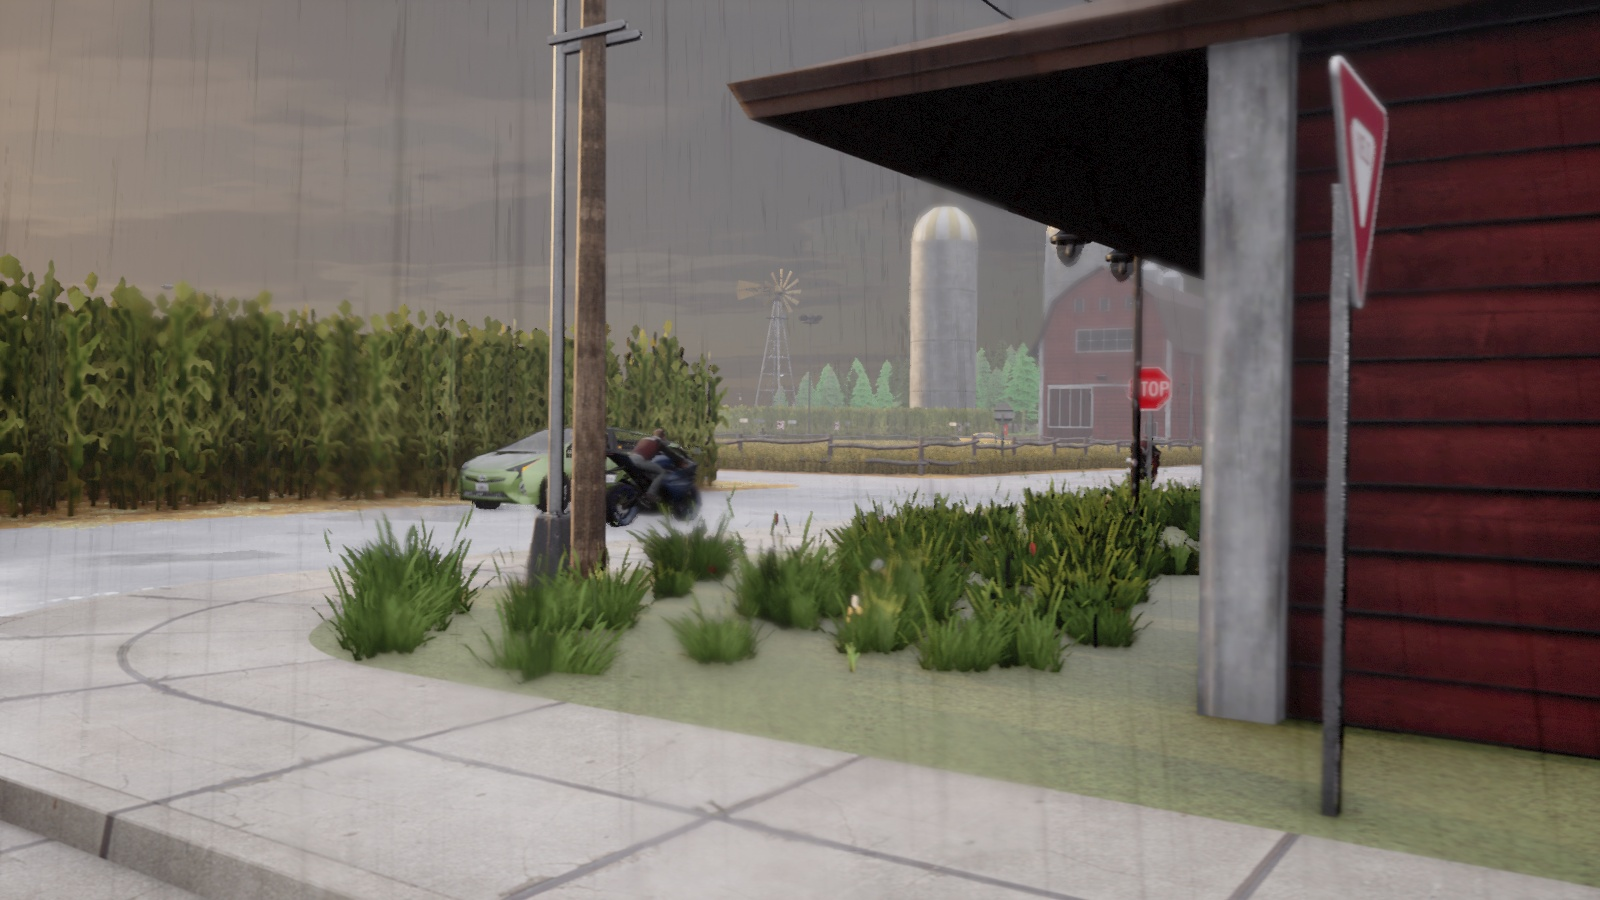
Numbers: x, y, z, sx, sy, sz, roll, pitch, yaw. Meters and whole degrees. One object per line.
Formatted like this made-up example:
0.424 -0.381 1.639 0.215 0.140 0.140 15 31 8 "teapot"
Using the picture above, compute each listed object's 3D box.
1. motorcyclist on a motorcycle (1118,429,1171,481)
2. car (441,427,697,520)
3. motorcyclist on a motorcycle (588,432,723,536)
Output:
10.480 0.121 38.133 0.866 1.530 2.191 0 1 34 "motorcyclist on a motorcycle"
-4.112 0.353 23.053 2.007 1.525 4.514 0 1 35 "car"
-2.224 0.486 19.644 0.866 1.530 2.191 0 1 34 "motorcyclist on a motorcycle"
